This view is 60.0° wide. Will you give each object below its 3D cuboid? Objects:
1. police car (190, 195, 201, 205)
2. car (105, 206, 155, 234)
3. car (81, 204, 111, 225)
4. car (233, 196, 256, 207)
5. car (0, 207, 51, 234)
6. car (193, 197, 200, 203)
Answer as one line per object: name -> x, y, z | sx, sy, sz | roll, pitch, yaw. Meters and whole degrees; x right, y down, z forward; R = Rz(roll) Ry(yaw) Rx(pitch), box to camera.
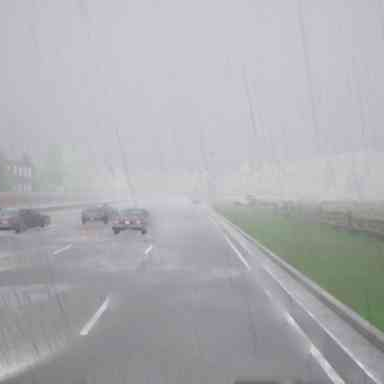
police car -> 1.042, 1.844, 72.152 | 1.930, 1.638, 5.238 | 0, 0, 0
car -> -3.401, 1.664, 19.966 | 2.033, 1.411, 5.357 | 0, 0, 0
car -> -6.903, 1.639, 25.329 | 2.128, 1.511, 4.902 | 0, 0, 0
car -> 8.915, 1.539, 56.049 | 3.866, 1.878, 1.905 | 0, 0, 0
car -> -10.402, 1.664, 19.976 | 2.033, 1.411, 5.357 | 0, 0, 0
car -> 1.041, 2.002, 82.041 | 1.812, 1.442, 4.674 | 0, 0, 0
